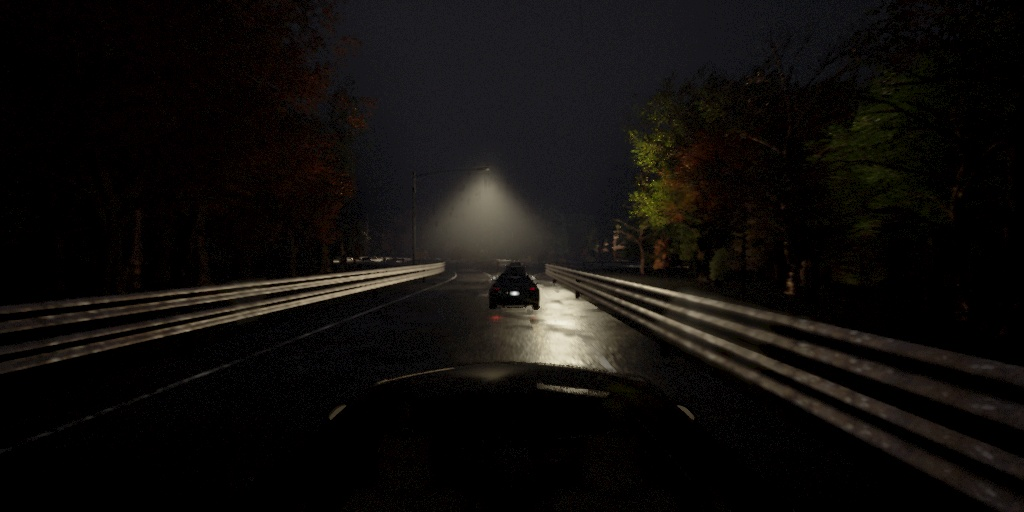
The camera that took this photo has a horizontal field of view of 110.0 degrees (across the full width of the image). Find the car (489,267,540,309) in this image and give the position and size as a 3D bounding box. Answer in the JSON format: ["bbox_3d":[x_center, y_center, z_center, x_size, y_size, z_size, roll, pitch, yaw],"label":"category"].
[{"bbox_3d":[0.098,1.357,15.272,1.994,1.385,4.181,0,0,0],"label":"car"}]

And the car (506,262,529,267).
[{"bbox_3d":[0.454,1.329,33.611,1.837,1.490,4.892,-1,0,5],"label":"car"}]
